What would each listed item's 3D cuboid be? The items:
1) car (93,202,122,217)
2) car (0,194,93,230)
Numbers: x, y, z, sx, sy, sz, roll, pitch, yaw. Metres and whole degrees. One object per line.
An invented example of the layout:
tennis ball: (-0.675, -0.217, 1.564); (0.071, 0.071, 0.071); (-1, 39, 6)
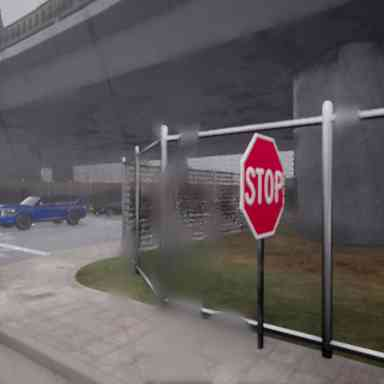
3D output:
car: (-6.963, 1.550, 30.727); (1.895, 1.301, 4.718); (0, 0, 36)
car: (-9.517, 1.179, 21.319); (2.150, 2.045, 5.566); (0, 0, 36)
